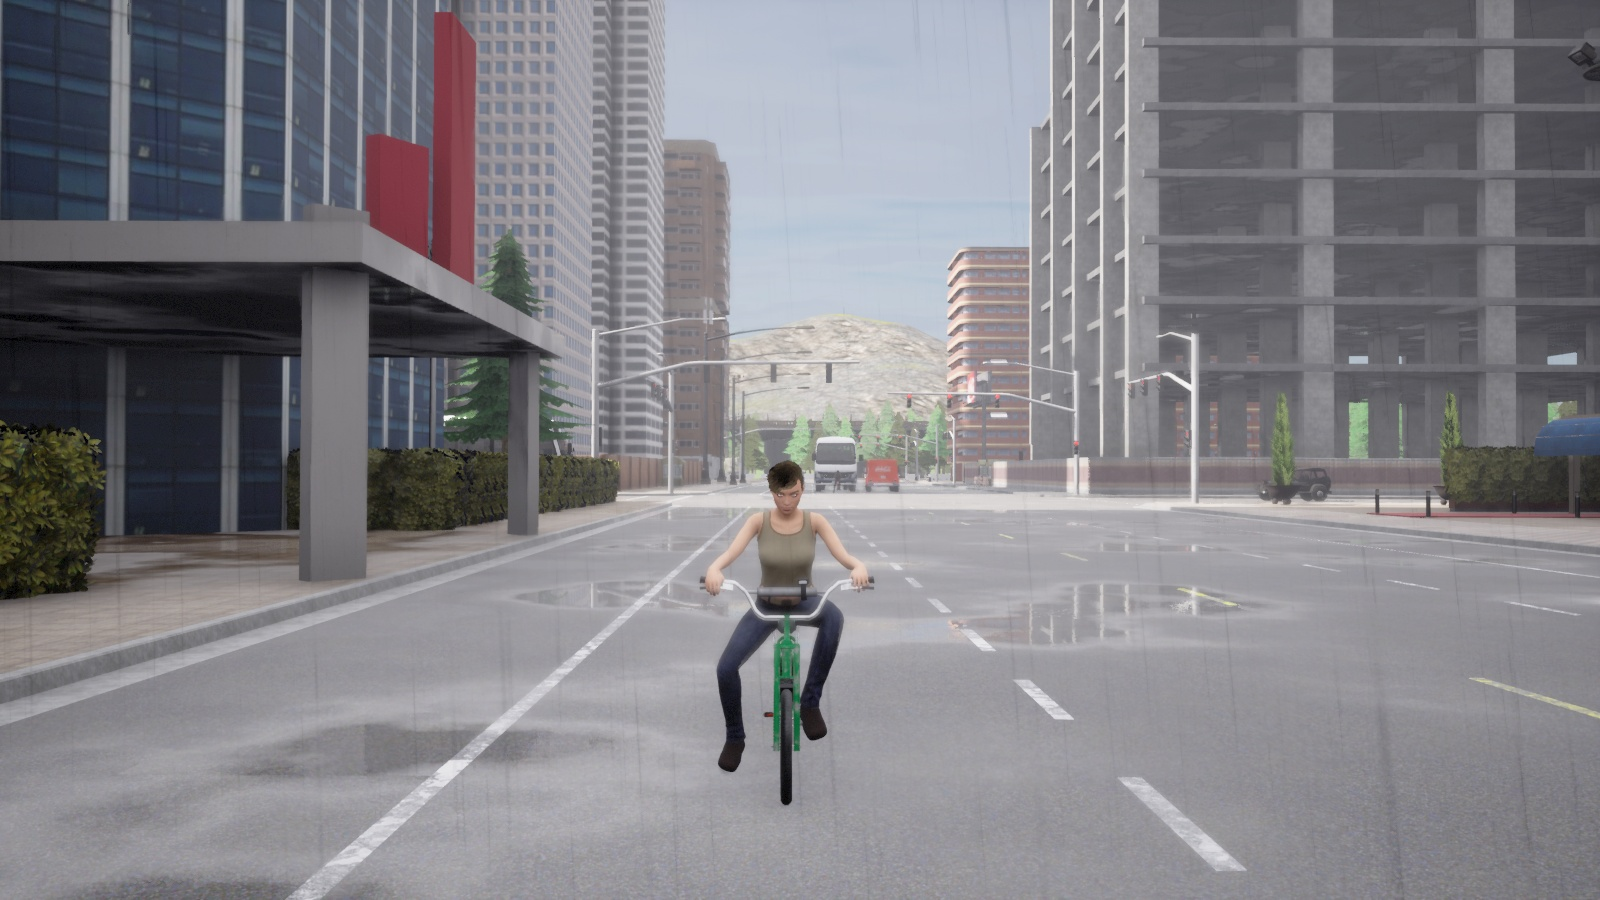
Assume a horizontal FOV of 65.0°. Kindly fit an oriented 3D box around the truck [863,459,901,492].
[{"bbox_3d":[6.256,1.918,96.461,2.627,2.467,5.204,0,-1,0],"label":"truck"}]

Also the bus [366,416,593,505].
[{"bbox_3d":[-15.772,0.549,62.540,10.273,4.253,3.944,0,-1,0],"label":"bus"}]

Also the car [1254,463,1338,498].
[{"bbox_3d":[27.429,1.666,69.556,3.866,1.878,1.905,0,-1,0],"label":"car"}]

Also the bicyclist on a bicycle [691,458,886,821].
[{"bbox_3d":[-0.061,0.858,6.372,0.866,1.612,1.509,0,-1,-1],"label":"bicyclist on a bicycle"}]
